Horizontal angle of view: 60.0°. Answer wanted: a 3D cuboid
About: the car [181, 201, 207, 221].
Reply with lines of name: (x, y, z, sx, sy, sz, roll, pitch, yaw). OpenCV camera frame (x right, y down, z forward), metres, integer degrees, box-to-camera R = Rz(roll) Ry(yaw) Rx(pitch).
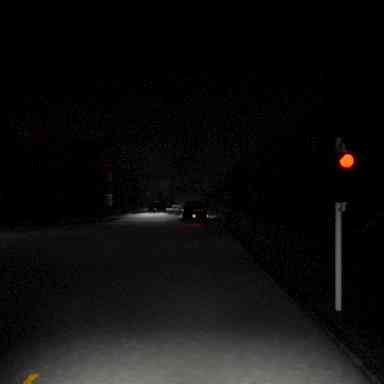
car: (0.178, 1.505, 27.024, 1.837, 1.490, 4.892, 1, 0, 0)

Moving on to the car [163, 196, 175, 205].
car: (-4.054, 1.525, 58.541, 1.812, 1.442, 4.674, 0, 0, 0)

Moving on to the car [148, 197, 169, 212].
car: (-4.099, 1.601, 39.424, 1.895, 1.301, 4.718, 0, 0, 0)

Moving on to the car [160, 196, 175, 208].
car: (-4.087, 1.352, 48.387, 2.097, 1.767, 4.553, 0, 0, 0)
